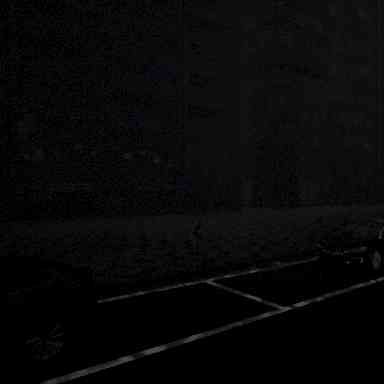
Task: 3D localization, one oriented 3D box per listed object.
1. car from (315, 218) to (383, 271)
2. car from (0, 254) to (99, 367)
[{"bbox_3d":[5.794,1.550,10.785,4.403,1.369,2.008,0,0,-35],"label":"car"},{"bbox_3d":[-3.390,1.565,4.234,4.313,1.339,1.947,0,0,-35],"label":"car"}]
